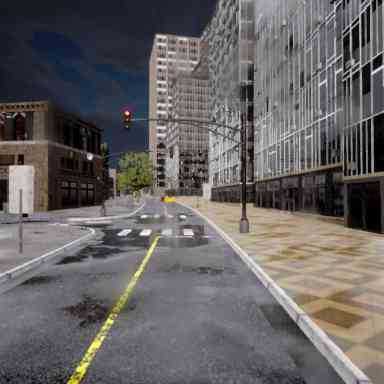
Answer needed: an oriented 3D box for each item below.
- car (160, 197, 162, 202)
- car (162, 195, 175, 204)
[{"bbox_3d":[-6.427,1.506,78.313,1.812,1.442,4.674,0,0,-10],"label":"car"},{"bbox_3d":[-4.352,1.468,64.745,1.882,1.535,5.008,0,-1,-8],"label":"car"}]
